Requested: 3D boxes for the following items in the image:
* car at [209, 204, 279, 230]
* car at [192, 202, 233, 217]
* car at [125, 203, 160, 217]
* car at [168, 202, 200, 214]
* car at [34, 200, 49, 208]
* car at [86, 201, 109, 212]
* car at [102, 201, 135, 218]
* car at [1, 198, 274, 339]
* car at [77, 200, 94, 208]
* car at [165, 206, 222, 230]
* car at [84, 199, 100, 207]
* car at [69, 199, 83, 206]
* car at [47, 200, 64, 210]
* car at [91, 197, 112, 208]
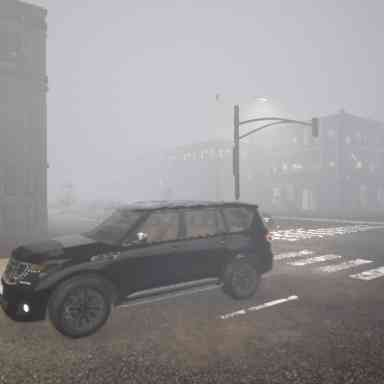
[{"bbox_3d":[3.559,1.686,23.704,2.128,1.511,4.902,-1,0,-34],"label":"car"},{"bbox_3d":[2.130,1.809,35.805,2.008,1.369,4.403,-2,0,-35],"label":"car"},{"bbox_3d":[-5.575,1.976,36.680,1.895,1.301,4.718,-1,0,-35],"label":"car"},{"bbox_3d":[-1.073,1.903,40.319,1.802,1.307,4.206,-2,0,-35],"label":"car"},{"bbox_3d":[-30.331,2.375,67.066,2.008,1.369,4.403,-1,0,-35],"label":"car"},{"bbox_3d":[-13.713,2.057,48.213,1.812,1.442,4.674,-1,0,-35],"label":"car"},{"bbox_3d":[-7.909,1.846,35.467,1.967,1.590,4.097,-1,0,-35],"label":"car"},{"bbox_3d":[-0.766,1.220,6.915,5.566,2.045,2.150,0,0,-33],"label":"car"},{"bbox_3d":[-20.193,2.194,62.816,1.812,1.442,4.674,-1,0,-35],"label":"car"},{"bbox_3d":[0.026,1.814,24.081,1.947,1.339,4.313,-2,0,-35],"label":"car"},{"bbox_3d":[-20.294,2.227,67.402,1.887,1.381,4.507,-1,0,-35],"label":"car"},{"bbox_3d":[-26.701,2.363,76.431,1.947,1.339,4.313,-1,0,-35],"label":"car"},{"bbox_3d":[-23.825,2.232,57.898,1.752,1.417,4.829,-1,0,-35],"label":"car"},{"bbox_3d":[-17.096,1.939,62.888,2.192,1.841,5.009,-1,0,-35],"label":"car"}]
